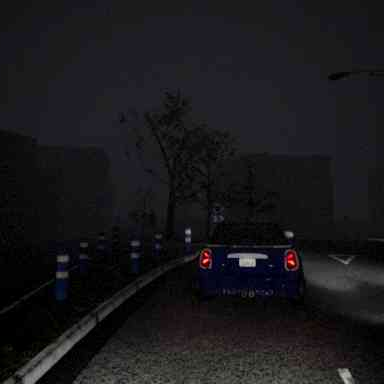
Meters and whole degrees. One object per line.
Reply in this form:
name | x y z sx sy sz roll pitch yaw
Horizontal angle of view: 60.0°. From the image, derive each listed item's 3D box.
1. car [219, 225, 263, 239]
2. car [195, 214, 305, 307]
car | 5.853 4.802 40.111 4.892 1.490 1.837 -3 -10 24
car | 1.441 1.387 8.237 2.097 1.767 4.553 -1 -2 11
